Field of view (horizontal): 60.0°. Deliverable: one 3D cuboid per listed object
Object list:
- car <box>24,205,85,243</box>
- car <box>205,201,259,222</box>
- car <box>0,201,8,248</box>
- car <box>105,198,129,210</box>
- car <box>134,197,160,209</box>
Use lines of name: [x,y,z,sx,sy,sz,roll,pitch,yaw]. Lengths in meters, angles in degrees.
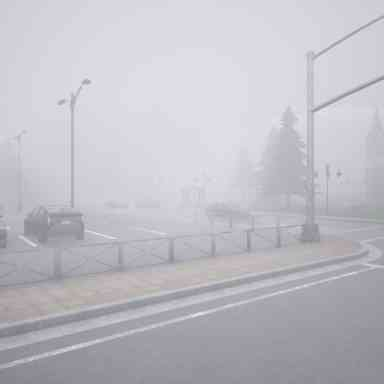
car: [-6.387,1.340,15.298,2.007,1.523,4.514,0,0,-36]
car: [3.065,1.491,26.240,2.128,1.511,4.902,0,0,-36]
car: [-8.898,1.331,13.418,2.152,1.636,5.027,0,0,-36]
car: [-10.040,1.525,44.095,1.812,1.442,4.674,0,0,-36]
car: [-6.076,1.504,44.850,1.837,1.490,4.892,0,0,-36]
